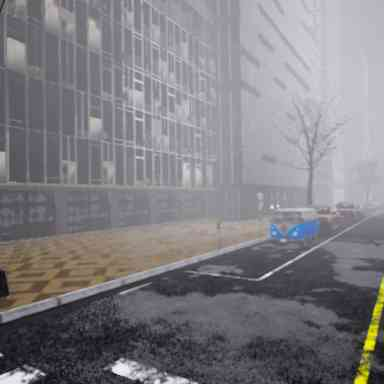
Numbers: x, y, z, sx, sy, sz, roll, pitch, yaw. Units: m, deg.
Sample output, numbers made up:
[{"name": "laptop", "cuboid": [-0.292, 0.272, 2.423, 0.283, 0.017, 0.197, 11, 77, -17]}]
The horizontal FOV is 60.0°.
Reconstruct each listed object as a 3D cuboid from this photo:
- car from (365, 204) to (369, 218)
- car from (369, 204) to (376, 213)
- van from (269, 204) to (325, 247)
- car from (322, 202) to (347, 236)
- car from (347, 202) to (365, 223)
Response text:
[{"name": "car", "cuboid": [17.574, 2.062, 36.011, 1.967, 1.590, 4.097, -2, -2, 33]}, {"name": "car", "cuboid": [26.815, 2.399, 50.388, 1.802, 1.307, 4.206, -2, -2, 33]}, {"name": "van", "cuboid": [5.254, 1.697, 16.839, 1.690, 1.788, 3.998, -2, -2, 33]}, {"name": "car", "cuboid": [8.333, 1.738, 21.633, 2.192, 1.841, 5.009, -2, -2, 33]}, {"name": "car", "cuboid": [14.492, 1.871, 31.220, 2.192, 1.841, 5.009, -2, -2, 33]}]
